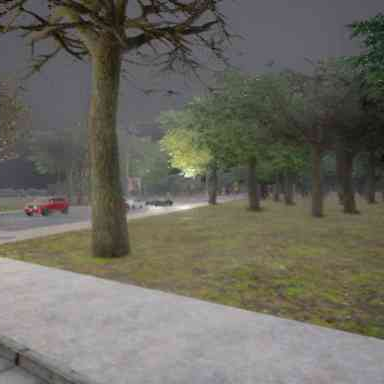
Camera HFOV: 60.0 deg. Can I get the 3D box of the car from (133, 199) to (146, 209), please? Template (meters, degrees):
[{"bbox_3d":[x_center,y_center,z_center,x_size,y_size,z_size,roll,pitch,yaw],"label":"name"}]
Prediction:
[{"bbox_3d":[-9.006,1.799,49.788,1.812,1.442,4.674,-1,0,13],"label":"car"}]

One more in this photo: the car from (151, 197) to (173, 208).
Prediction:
[{"bbox_3d":[-4.500,1.730,54.689,1.882,1.535,5.008,-1,0,13],"label":"car"}]

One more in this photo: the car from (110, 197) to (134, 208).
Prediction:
[{"bbox_3d":[-11.311,1.671,54.369,2.097,1.767,4.553,-1,0,13],"label":"car"}]

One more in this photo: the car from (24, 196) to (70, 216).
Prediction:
[{"bbox_3d":[-15.588,1.491,36.068,2.150,2.045,5.566,-1,0,13],"label":"car"}]

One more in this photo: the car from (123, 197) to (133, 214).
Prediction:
[{"bbox_3d":[-8.770,1.421,35.819,2.150,2.045,5.566,-1,0,13],"label":"car"}]

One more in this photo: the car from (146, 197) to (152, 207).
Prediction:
[{"bbox_3d":[-6.785,1.653,59.551,2.097,1.767,4.553,-1,0,13],"label":"car"}]
